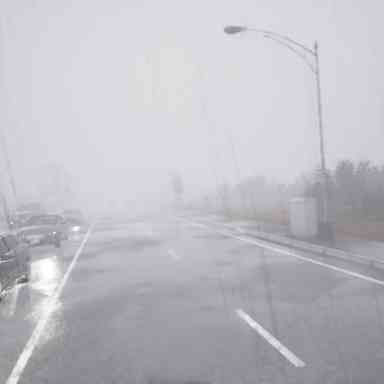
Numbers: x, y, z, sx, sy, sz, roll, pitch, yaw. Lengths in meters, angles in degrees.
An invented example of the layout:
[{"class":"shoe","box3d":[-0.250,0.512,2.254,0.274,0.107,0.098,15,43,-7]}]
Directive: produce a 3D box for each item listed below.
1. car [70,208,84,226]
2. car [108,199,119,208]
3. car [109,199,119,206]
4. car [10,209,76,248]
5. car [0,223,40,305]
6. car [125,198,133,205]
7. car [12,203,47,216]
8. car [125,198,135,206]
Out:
[{"class":"car","box3d":[-10.393,2.125,28.725,2.033,1.411,5.357,-3,0,-14]},{"class":"car","box3d":[-16.569,2.445,69.750,1.994,1.385,4.181,-3,0,-12]},{"class":"car","box3d":[-18.576,2.455,79.493,2.128,1.511,4.902,-3,0,-11]},{"class":"car","box3d":[-7.381,1.906,16.760,2.128,1.511,4.902,-3,0,-14]},{"class":"car","box3d":[-5.082,1.794,7.665,1.837,1.490,4.892,-3,0,-14]},{"class":"car","box3d":[-15.148,2.186,80.149,1.882,1.535,5.008,-3,0,-11]},{"class":"car","box3d":[-14.121,2.019,29.131,2.150,2.045,5.566,-3,0,-14]},{"class":"car","box3d":[-13.077,2.164,70.116,1.882,1.535,5.008,-3,0,-12]}]
